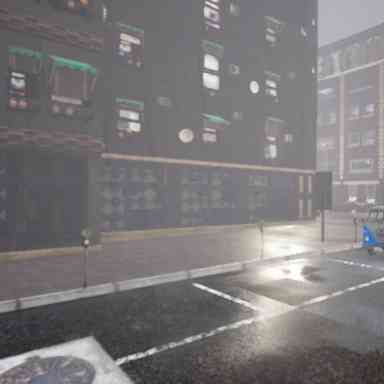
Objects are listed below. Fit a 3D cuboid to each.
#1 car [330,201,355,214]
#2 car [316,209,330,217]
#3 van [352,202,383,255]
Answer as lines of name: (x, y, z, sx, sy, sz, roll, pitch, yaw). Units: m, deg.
car: (15.827, 1.573, 34.263, 1.887, 1.381, 4.507, 1, 0, -36)
car: (9.025, 1.240, 29.374, 2.192, 1.841, 5.009, 1, 0, -36)
van: (7.804, 1.371, 12.088, 3.998, 1.788, 1.690, 0, 1, -35)
